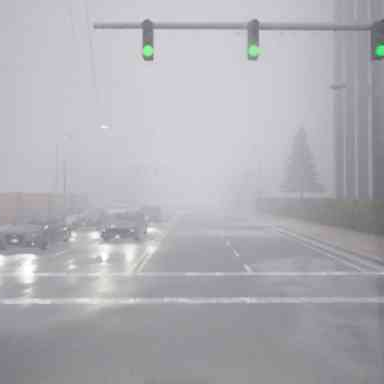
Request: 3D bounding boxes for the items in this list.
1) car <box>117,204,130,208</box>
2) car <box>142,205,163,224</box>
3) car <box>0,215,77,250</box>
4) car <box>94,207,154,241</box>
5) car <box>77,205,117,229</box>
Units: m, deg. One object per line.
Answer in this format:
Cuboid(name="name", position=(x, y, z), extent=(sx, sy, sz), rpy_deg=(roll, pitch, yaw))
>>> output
Cuboid(name="car", position=(-7.052, 1.964, 33.134), extent=(1.812, 1.442, 4.674), rpy_deg=(0, -1, 0))
Cuboid(name="car", position=(-3.579, 1.869, 28.331), extent=(2.128, 1.511, 4.902), rpy_deg=(0, -1, 0))
Cuboid(name="car", position=(-7.099, 1.783, 15.280), extent=(1.994, 1.385, 4.181), rpy_deg=(0, -1, -1))
Cuboid(name="car", position=(-3.593, 1.807, 18.705), extent=(2.033, 1.411, 5.357), rpy_deg=(0, -1, 0))
Cuboid(name="car", position=(-7.089, 1.853, 24.035), extent=(1.812, 1.442, 4.674), rpy_deg=(0, -1, 0))
